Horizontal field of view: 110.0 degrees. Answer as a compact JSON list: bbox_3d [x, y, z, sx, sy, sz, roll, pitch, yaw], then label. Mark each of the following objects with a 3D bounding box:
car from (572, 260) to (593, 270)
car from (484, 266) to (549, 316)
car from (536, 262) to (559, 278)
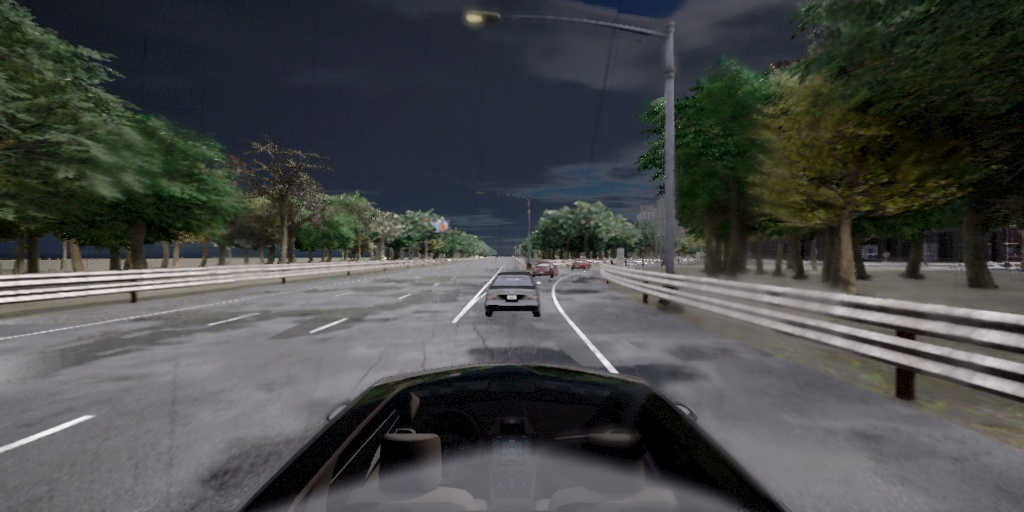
[{"bbox_3d":[9.668,1.219,49.742,1.812,1.442,4.674,0,0,27],"label":"car"},{"bbox_3d":[0.093,1.285,13.268,2.033,1.411,5.357,0,0,2],"label":"car"},{"bbox_3d":[3.119,1.244,32.974,1.812,1.442,4.674,0,0,15],"label":"car"}]
